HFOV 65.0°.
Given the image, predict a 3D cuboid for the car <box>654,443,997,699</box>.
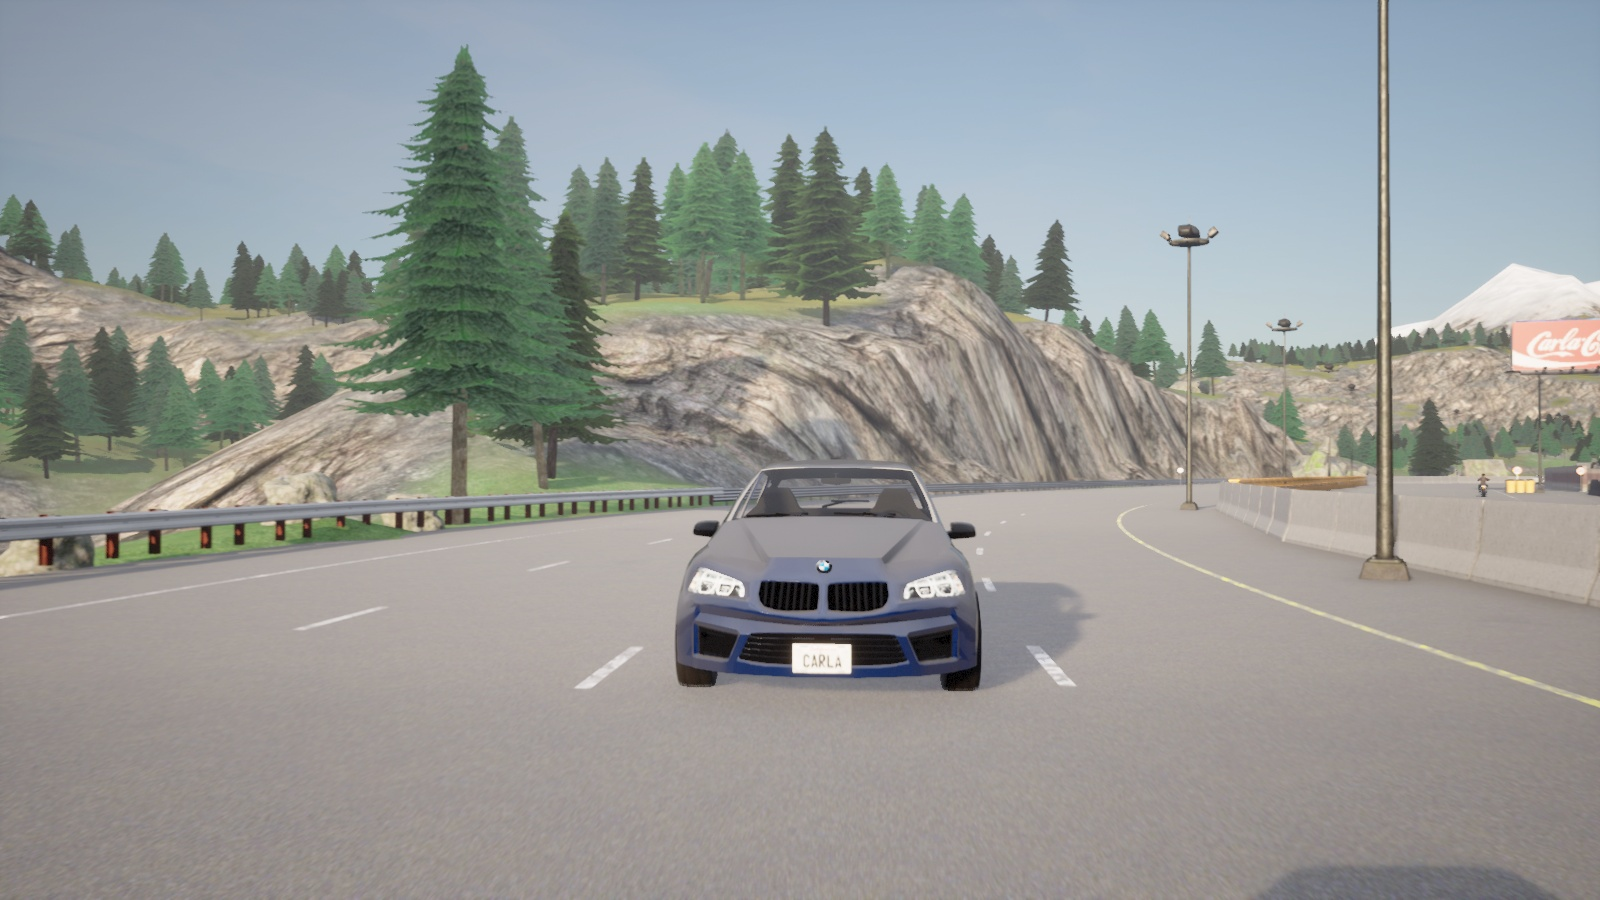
[{"bbox_3d":[0.317,0.835,10.548,2.242,1.667,4.611,0,-1,4],"label":"car"}]
